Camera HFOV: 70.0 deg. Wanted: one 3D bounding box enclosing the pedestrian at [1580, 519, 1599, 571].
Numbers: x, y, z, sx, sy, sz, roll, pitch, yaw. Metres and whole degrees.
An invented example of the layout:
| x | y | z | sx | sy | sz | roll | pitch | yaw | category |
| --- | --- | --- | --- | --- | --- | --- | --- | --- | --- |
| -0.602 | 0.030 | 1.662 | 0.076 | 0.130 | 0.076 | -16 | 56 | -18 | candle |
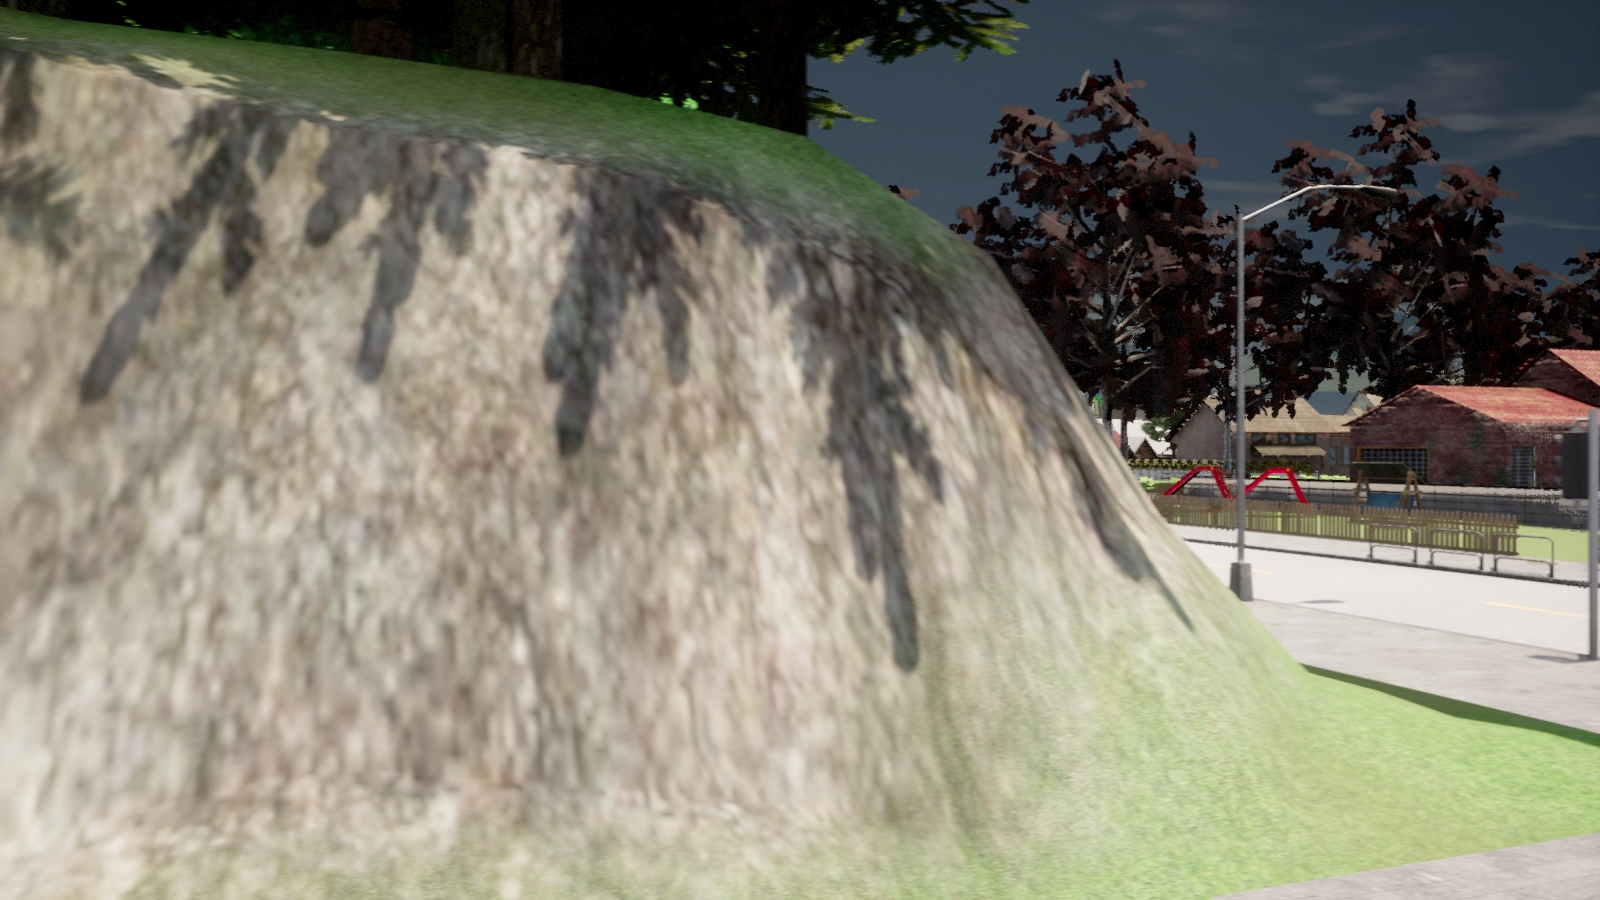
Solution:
| x | y | z | sx | sy | sz | roll | pitch | yaw | category |
| --- | --- | --- | --- | --- | --- | --- | --- | --- | --- |
| 17.866 | 2.123 | 25.541 | 0.500 | 1.100 | 0.500 | 0 | 0 | -23 | pedestrian |
